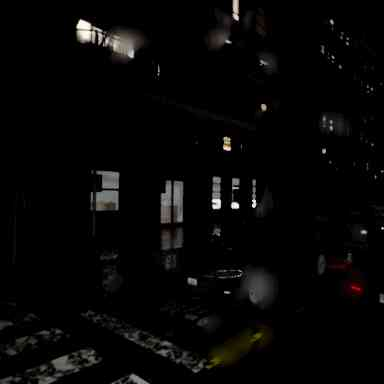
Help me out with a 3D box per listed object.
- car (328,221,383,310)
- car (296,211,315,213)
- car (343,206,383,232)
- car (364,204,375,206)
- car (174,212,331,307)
[{"bbox_3d":[4.676,1.527,6.906,1.812,1.442,4.674,0,0,43],"label":"car"},{"bbox_3d":[5.221,1.587,15.833,1.802,1.307,4.206,1,1,43],"label":"car"},{"bbox_3d":[8.818,1.568,15.913,1.994,1.385,4.181,0,0,43],"label":"car"},{"bbox_3d":[12.650,1.531,23.826,1.752,1.417,4.829,1,1,43],"label":"car"},{"bbox_3d":[1.730,1.480,8.321,1.882,1.535,5.008,0,0,44],"label":"car"}]
